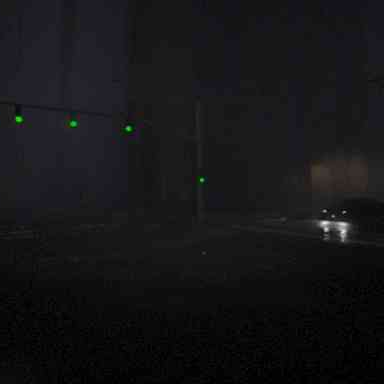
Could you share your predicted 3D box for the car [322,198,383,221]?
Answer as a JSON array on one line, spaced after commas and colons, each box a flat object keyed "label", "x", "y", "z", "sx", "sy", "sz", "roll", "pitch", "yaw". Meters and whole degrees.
[{"label": "car", "x": 11.222, "y": 1.098, "z": 22.698, "sx": 5.357, "sy": 1.411, "sz": 2.033, "roll": -2, "pitch": 1, "yaw": -33}]
